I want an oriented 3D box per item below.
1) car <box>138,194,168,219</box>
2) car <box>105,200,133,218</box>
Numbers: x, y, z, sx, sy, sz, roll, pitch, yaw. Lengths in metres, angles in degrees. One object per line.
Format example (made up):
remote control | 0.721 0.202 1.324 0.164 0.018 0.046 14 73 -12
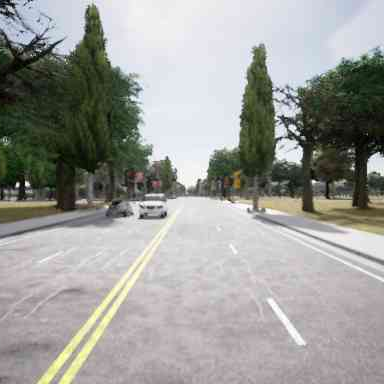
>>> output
car | -3.345 1.201 29.639 2.150 2.045 5.566 0 0 0
car | -6.590 1.504 30.584 1.812 1.442 4.674 0 0 0
